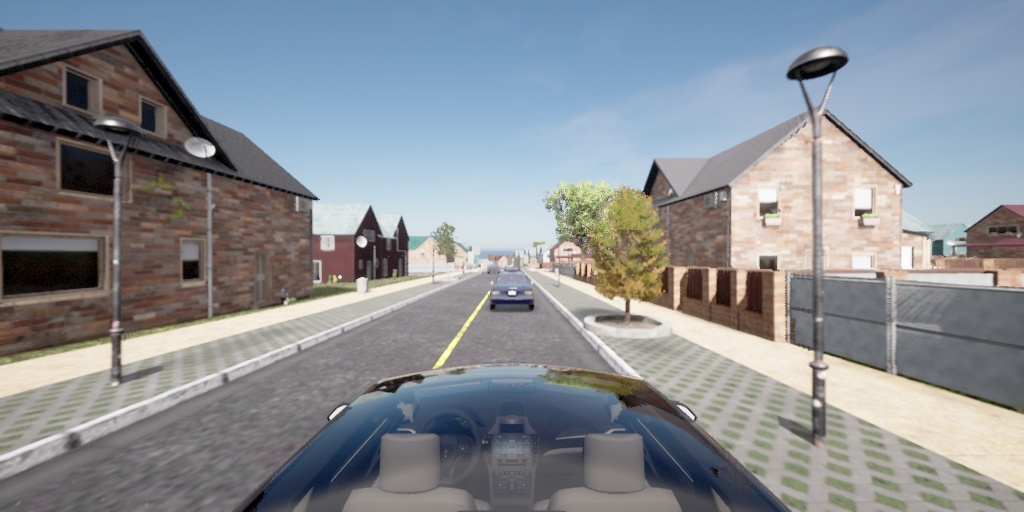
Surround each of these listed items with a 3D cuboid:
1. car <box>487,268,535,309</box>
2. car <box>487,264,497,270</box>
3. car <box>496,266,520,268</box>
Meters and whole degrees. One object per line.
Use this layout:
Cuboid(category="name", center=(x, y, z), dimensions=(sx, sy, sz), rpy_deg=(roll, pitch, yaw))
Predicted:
Cuboid(category="car", center=(0.008, 1.443, 15.829), dimensions=(2.033, 1.411, 5.357), rpy_deg=(0, -1, 0))
Cuboid(category="car", center=(-2.722, 1.964, 54.041), dimensions=(2.033, 1.411, 5.357), rpy_deg=(0, -1, 0))
Cuboid(category="car", center=(0.020, 1.573, 31.150), dimensions=(2.128, 1.511, 4.902), rpy_deg=(0, -1, 0))
